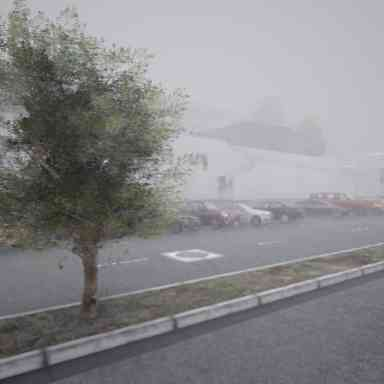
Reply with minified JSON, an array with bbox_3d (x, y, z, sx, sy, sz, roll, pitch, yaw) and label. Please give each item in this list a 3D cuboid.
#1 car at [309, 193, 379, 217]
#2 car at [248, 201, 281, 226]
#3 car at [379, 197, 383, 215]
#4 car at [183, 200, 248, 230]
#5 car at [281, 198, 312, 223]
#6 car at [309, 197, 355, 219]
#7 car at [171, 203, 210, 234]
[{"bbox_3d":[13.044,1.063,29.496,5.566,2.045,2.435,-1,-1,35],"label":"car"},{"bbox_3d":[3.241,1.462,22.544,4.674,1.452,2.002,-1,-1,35],"label":"car"},{"bbox_3d":[15.621,1.283,31.142,5.366,1.575,1.946,-1,-1,35],"label":"car"},{"bbox_3d":[0.770,1.319,20.822,4.553,1.767,2.185,-1,-1,35],"label":"car"},{"bbox_3d":[5.690,1.396,24.277,5.008,1.535,2.097,-1,0,35],"label":"car"},{"bbox_3d":[10.603,1.369,27.751,4.792,1.488,2.163,-1,-1,35],"label":"car"},{"bbox_3d":[-1.646,1.507,19.064,4.674,1.452,2.002,-1,-1,35],"label":"car"}]
